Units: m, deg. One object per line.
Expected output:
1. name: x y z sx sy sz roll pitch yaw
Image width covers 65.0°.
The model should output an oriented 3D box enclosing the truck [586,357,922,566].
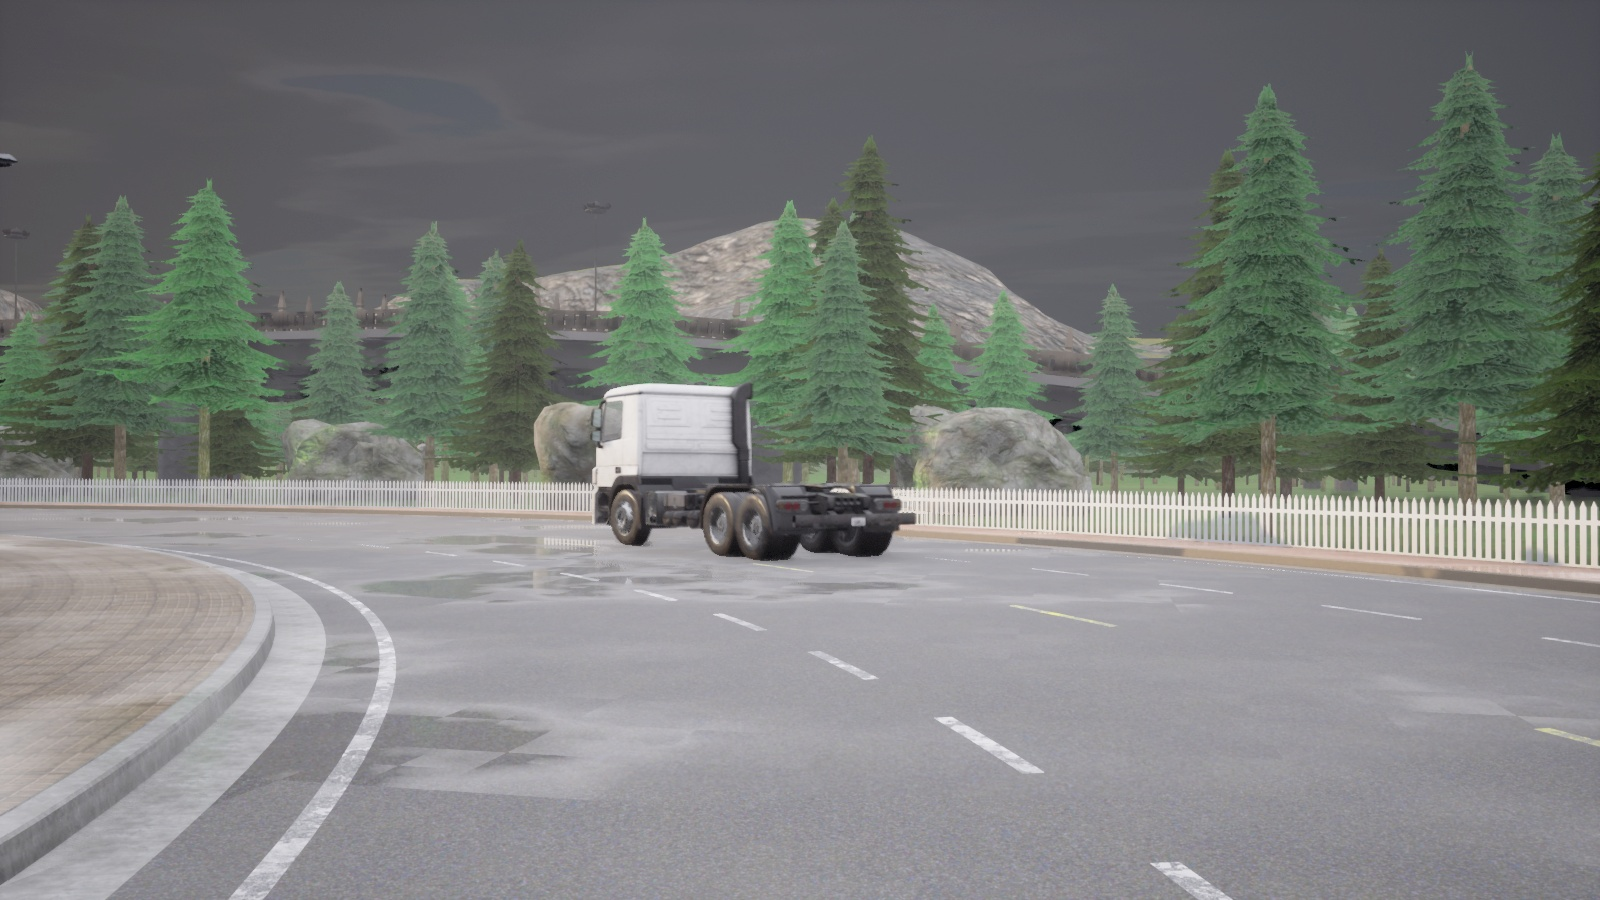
1. truck: -1.254 0.255 24.888 2.891 3.462 7.936 0 -1 -34
